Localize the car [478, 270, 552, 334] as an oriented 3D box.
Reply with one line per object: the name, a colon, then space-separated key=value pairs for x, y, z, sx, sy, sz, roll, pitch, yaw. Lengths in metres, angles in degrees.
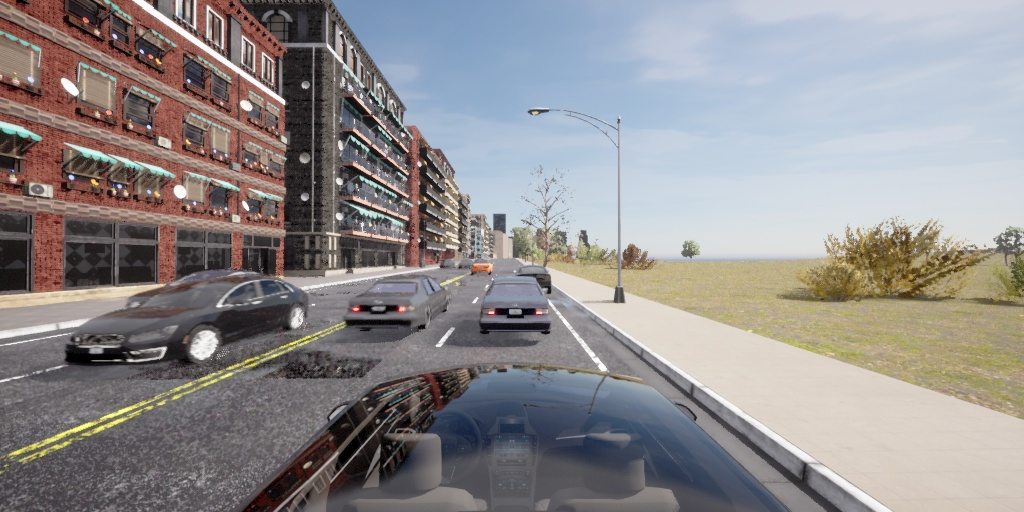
car: x=0.094 y=1.299 z=10.564 sx=2.033 sy=1.411 sz=5.357 roll=0 pitch=0 yaw=0

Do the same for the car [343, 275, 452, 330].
car: x=-3.161 y=1.298 z=11.005 sx=2.033 sy=1.411 sz=5.357 roll=0 pitch=0 yaw=0

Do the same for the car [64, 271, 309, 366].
car: x=-6.607 y=1.256 z=8.120 sx=1.837 sy=1.490 sz=4.892 roll=0 pitch=0 yaw=0

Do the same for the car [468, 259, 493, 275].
car: x=-3.184 y=1.103 z=38.969 sx=2.097 sy=1.767 sz=4.553 roll=0 pitch=0 yaw=0

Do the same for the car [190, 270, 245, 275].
car: x=-9.860 y=1.243 z=11.994 sx=2.128 sy=1.511 sz=4.902 roll=0 pitch=0 yaw=0

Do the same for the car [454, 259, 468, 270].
car: x=-6.642 y=1.255 z=51.500 sx=1.837 sy=1.490 sz=4.892 roll=0 pitch=0 yaw=0

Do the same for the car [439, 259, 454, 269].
car: x=-9.891 y=1.255 z=55.107 sx=1.837 sy=1.490 sz=4.892 roll=0 pitch=0 yaw=0

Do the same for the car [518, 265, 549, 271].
car: x=1.119 y=1.230 z=20.327 sx=1.882 sy=1.535 sz=5.008 roll=0 pitch=0 yaw=0
